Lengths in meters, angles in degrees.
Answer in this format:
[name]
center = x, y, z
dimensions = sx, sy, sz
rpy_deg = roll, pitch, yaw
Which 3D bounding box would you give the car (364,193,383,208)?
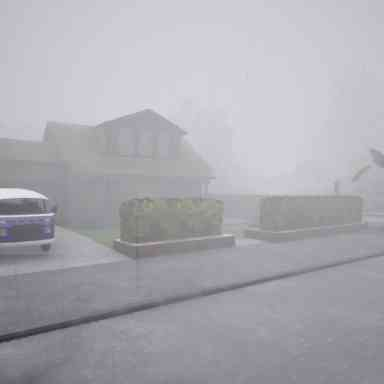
[car]
center = 23.118, 0.985, 40.284
dimensions = 3.866, 1.878, 1.905
rpy_deg = 0, 0, 0
